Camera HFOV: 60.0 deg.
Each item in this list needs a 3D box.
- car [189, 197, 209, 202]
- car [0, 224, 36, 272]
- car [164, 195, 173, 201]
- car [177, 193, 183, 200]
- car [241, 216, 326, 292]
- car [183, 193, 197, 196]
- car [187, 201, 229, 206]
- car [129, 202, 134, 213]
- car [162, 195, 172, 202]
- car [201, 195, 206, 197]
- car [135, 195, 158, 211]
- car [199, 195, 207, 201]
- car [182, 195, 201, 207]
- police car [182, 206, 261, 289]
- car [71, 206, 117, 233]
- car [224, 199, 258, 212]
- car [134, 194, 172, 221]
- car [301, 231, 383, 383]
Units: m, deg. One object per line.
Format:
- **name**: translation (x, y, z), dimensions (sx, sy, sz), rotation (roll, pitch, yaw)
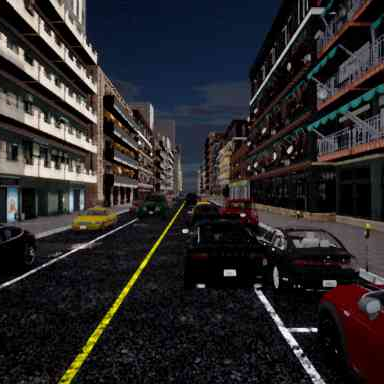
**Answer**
- **car**: translation (0.892, 1.451, 25.357), dimensions (1.801, 1.575, 5.366), rotation (0, 0, 0)
- **car**: translation (-5.693, 1.565, 8.670), dimensions (1.947, 1.339, 4.313), rotation (0, 0, 0)
- **car**: translation (-5.713, 1.517, 81.945), dimensions (1.887, 1.381, 4.507), rotation (0, 0, 0)
- **car**: translation (-3.029, 1.316, 94.577), dimensions (2.097, 1.767, 4.553), rotation (0, 0, 0)
- **car**: translation (2.689, 1.550, 8.669), dimensions (2.008, 1.369, 4.403), rotation (0, 0, 0)
- **car**: translation (-0.017, 1.205, 59.744), dimensions (2.150, 2.045, 5.566), rotation (0, 0, 0)
- **car**: translation (0.815, 1.508, 19.170), dimensions (1.837, 1.490, 4.892), rotation (0, 0, 0)
- **car**: translation (-5.700, 1.432, 36.854), dimensions (1.967, 1.590, 4.097), rotation (0, 0, 0)
- **car**: translation (-5.711, 1.415, 76.308), dimensions (1.967, 1.590, 4.097), rotation (0, 0, 0)
- **car**: translation (2.671, 1.503, 70.840), dimensions (1.752, 1.417, 4.829), rotation (0, 0, 0)
- **car**: translation (-5.701, 1.305, 42.490), dimensions (2.192, 1.841, 5.009), rotation (0, 0, 0)
- **car**: translation (2.668, 1.516, 81.943), dimensions (1.887, 1.381, 4.507), rotation (0, 0, 0)
- **car**: translation (0.003, 1.494, 46.445), dimensions (1.837, 1.490, 4.892), rotation (0, 0, 0)
- **police car**: translation (0.752, 1.425, 9.273), dimensions (1.930, 1.638, 5.238), rotation (0, 0, 0)
- **car**: translation (-5.695, 1.523, 19.774), dimensions (1.752, 1.417, 4.829), rotation (0, 0, 0)
- **car**: translation (2.686, 1.312, 19.943), dimensions (2.192, 1.841, 5.009), rotation (0, 0, 0)
- **car**: translation (-3.107, 1.215, 27.899), dimensions (2.150, 2.045, 5.566), rotation (0, 0, 0)
- **car**: translation (2.690, 1.440, 3.034), dimensions (1.967, 1.590, 4.097), rotation (0, 0, 0)
